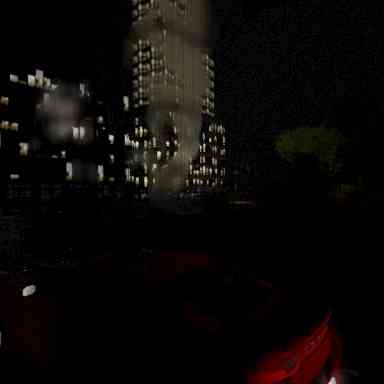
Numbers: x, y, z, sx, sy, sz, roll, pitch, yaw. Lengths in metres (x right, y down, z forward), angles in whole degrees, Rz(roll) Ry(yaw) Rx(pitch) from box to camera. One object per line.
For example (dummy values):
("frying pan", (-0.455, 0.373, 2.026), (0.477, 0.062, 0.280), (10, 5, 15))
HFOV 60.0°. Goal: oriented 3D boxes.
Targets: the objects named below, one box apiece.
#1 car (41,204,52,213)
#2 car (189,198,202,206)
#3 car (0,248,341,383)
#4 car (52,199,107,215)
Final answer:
("car", (-14.299, 1.596, 37.232), (2.128, 1.511, 4.902), (-1, -1, 37))
("car", (1.670, 1.681, 58.267), (2.033, 1.411, 5.357), (-1, -1, 37))
("car", (-0.836, 1.478, 4.283), (5.008, 1.535, 1.882), (0, 0, 36))
("car", (-11.616, 1.605, 35.394), (2.033, 1.411, 5.357), (-1, -1, 37))
